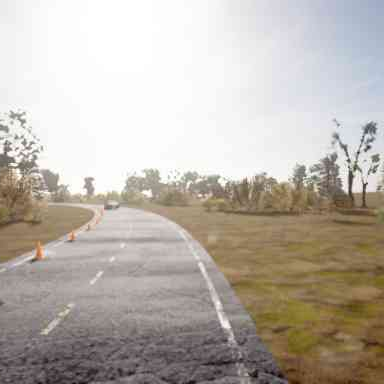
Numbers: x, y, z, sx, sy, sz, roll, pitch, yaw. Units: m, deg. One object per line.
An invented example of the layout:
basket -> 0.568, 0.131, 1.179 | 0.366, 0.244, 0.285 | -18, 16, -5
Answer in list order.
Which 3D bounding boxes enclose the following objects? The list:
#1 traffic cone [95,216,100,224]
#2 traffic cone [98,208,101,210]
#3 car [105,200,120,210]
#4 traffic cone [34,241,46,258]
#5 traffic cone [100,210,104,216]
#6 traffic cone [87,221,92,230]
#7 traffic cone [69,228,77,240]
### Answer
traffic cone -> -7.574, 2.228, 26.653 | 0.340, 0.580, 0.340 | 0, -1, -11
traffic cone -> -11.052, 2.378, 40.959 | 0.340, 0.580, 0.340 | 0, -1, -17
car -> -12.570, 2.042, 52.375 | 2.128, 1.511, 4.902 | 0, -1, -21
traffic cone -> -5.545, 2.084, 12.071 | 0.340, 0.580, 0.340 | 0, -1, -5
traffic cone -> -8.574, 2.277, 31.459 | 0.340, 0.580, 0.340 | 0, -1, -13
traffic cone -> -6.735, 2.180, 21.816 | 0.340, 0.580, 0.340 | 0, -1, -9
traffic cone -> -6.059, 2.132, 16.953 | 0.340, 0.580, 0.340 | 0, -1, -7
